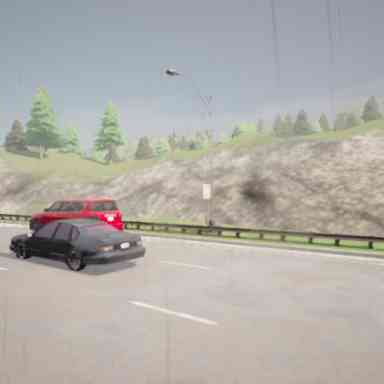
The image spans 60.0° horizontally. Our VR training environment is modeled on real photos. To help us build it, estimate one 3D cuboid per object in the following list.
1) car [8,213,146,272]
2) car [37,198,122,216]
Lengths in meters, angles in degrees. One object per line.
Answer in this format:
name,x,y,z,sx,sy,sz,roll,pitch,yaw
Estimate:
car,-3.989,1.623,11.135,5.357,1.411,2.033,0,0,36
car,-5.911,1.337,16.805,5.566,2.045,2.150,0,0,35
